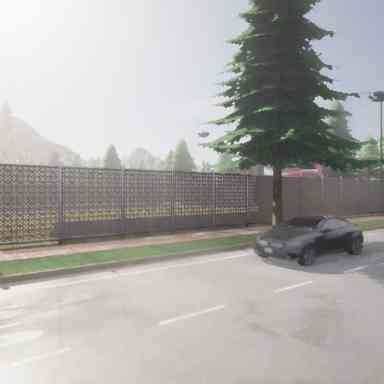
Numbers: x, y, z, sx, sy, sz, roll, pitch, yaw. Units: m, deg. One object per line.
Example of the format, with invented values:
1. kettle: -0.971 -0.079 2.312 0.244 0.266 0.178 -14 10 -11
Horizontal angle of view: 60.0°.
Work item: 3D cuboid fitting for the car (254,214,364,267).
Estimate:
1. car: 4.196 1.526 11.554 4.674 1.442 1.812 0 0 -37
